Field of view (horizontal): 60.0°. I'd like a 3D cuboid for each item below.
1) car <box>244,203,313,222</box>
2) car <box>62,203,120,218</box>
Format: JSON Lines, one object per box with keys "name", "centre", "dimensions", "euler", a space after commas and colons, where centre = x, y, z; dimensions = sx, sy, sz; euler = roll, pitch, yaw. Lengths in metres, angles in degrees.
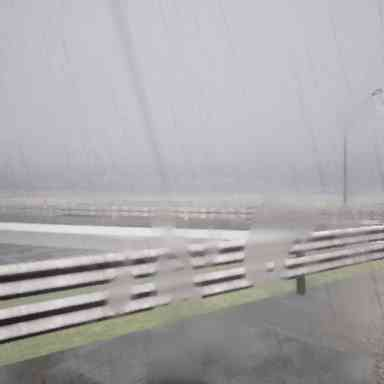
{"name": "car", "centre": [6.290, 1.551, 24.388], "dimensions": [4.902, 1.511, 2.128], "euler": [0, 0, 9]}
{"name": "car", "centre": [-8.307, 1.586, 27.712], "dimensions": [4.718, 1.301, 1.895], "euler": [0, 0, 16]}
